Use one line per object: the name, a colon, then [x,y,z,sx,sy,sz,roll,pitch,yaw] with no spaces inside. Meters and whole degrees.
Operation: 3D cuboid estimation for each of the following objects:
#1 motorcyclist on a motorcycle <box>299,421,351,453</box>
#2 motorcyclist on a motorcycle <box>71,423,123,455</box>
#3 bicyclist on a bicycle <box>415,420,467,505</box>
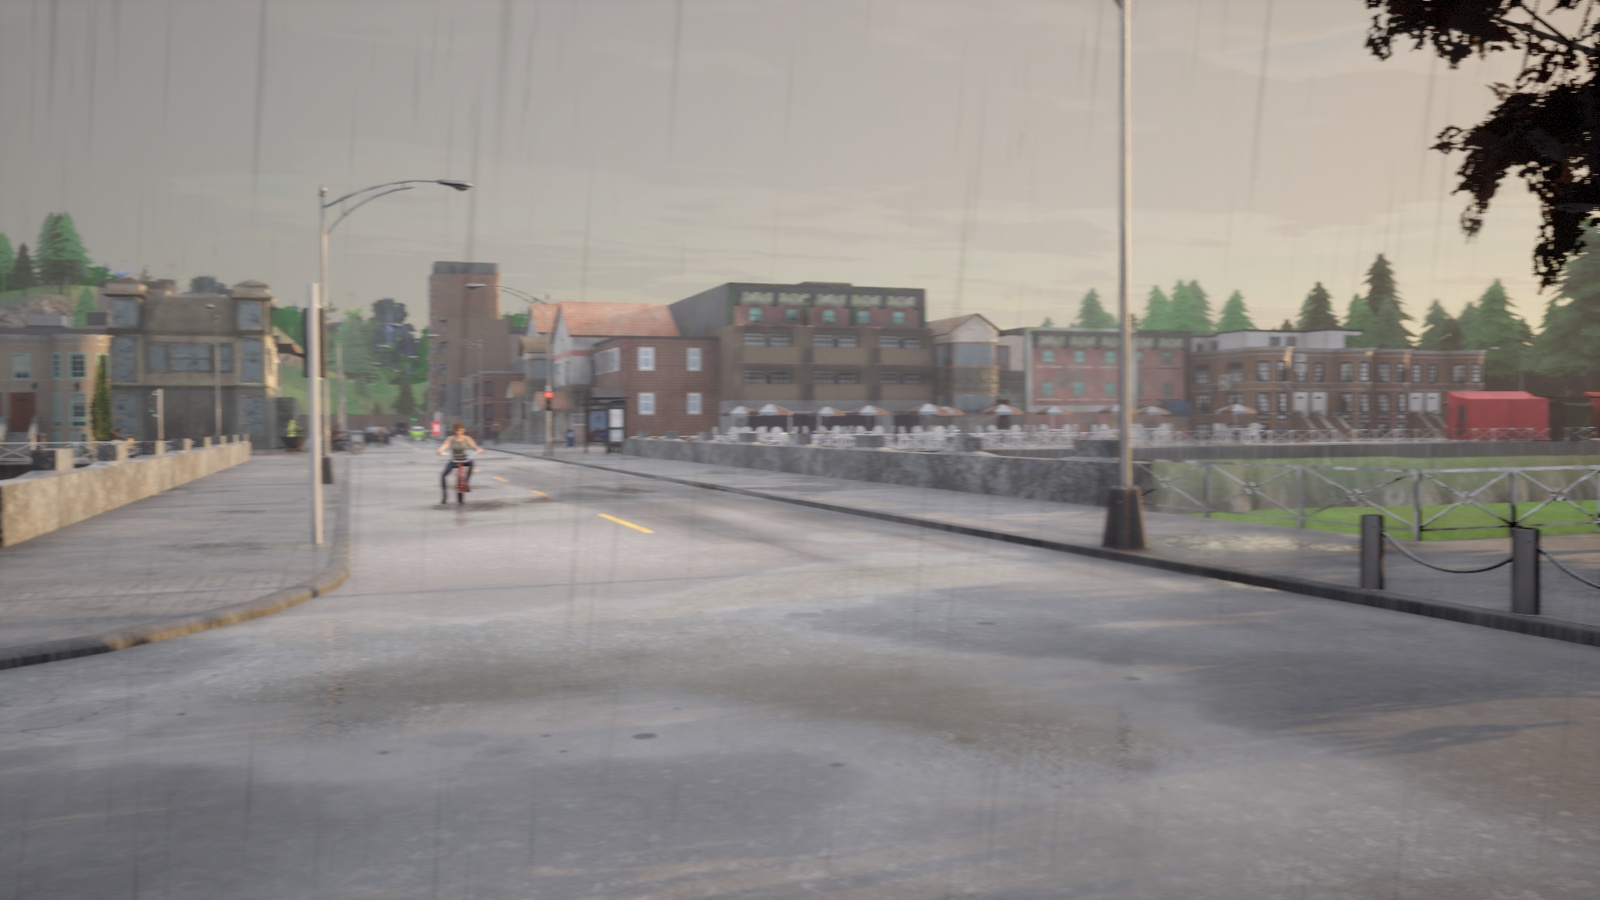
motorcyclist on a motorcycle: [-24.346,-0.665,64.378,2.350,1.649,0.766,-1,1,-42]
motorcyclist on a motorcycle: [-33.366,-0.540,59.629,2.044,1.523,0.797,0,1,-20]
bicyclist on a bicycle: [-7.048,0.213,24.602,0.866,1.612,1.509,0,1,-20]
